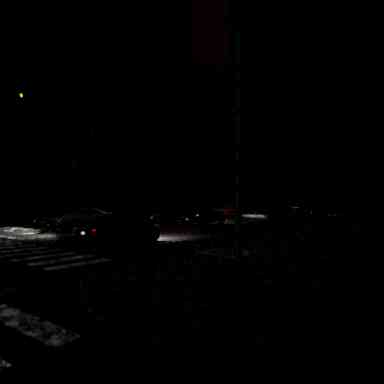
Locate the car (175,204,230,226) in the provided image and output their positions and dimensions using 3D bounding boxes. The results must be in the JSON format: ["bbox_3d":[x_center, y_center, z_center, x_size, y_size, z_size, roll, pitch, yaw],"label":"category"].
[{"bbox_3d":[0.975,1.936,27.404,1.812,1.442,4.674,0,-1,36],"label":"car"}]

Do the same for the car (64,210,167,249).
[{"bbox_3d":[-3.442,1.755,15.699,1.994,1.385,4.181,0,-1,36],"label":"car"}]

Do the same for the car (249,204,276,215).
[{"bbox_3d":[9.830,2.334,45.536,2.033,1.411,5.357,0,-1,36],"label":"car"}]

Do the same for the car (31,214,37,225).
[{"bbox_3d":[-9.298,1.754,24.600,1.837,1.490,4.892,0,-1,36],"label":"car"}]

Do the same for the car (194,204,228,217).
[{"bbox_3d":[2.446,2.230,40.903,1.895,1.301,4.718,0,-1,36],"label":"car"}]

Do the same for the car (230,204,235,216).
[{"bbox_3d":[3.624,2.062,36.980,1.882,1.535,5.008,0,-1,36],"label":"car"}]

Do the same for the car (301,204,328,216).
[{"bbox_3d":[16.165,2.330,43.031,1.837,1.490,4.892,0,-1,36],"label":"car"}]

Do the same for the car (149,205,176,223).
[{"bbox_3d":[-1.866,1.898,29.363,2.128,1.511,4.902,0,-1,36],"label":"car"}]

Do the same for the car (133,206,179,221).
[{"bbox_3d":[-3.446,2.038,32.729,1.895,1.301,4.718,0,-1,36],"label":"car"}]

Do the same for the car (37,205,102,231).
[{"bbox_3d":[-7.258,1.759,21.837,1.812,1.442,4.674,0,-1,36],"label":"car"}]

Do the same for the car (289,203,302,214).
[{"bbox_3d":[15.500,2.378,47.641,2.128,1.511,4.902,0,-1,36],"label":"car"}]
